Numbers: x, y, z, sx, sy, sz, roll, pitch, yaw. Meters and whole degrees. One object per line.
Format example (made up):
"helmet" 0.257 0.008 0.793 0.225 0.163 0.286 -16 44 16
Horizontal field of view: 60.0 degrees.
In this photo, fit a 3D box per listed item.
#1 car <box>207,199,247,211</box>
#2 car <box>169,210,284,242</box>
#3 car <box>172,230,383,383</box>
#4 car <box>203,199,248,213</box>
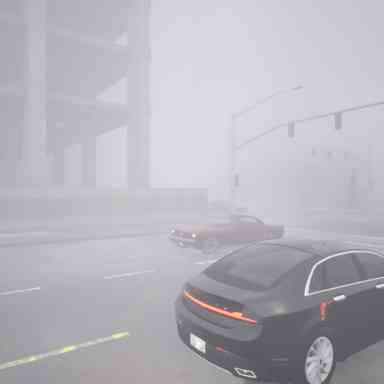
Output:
"car" 3.073 1.547 33.038 2.033 1.411 5.357 0 0 -36
"car" 1.453 1.601 13.411 4.718 1.301 1.895 0 0 -34
"car" 2.052 1.505 5.255 4.892 1.490 1.837 0 0 -35
"car" 3.737 1.547 38.081 2.033 1.411 5.357 0 0 -36
